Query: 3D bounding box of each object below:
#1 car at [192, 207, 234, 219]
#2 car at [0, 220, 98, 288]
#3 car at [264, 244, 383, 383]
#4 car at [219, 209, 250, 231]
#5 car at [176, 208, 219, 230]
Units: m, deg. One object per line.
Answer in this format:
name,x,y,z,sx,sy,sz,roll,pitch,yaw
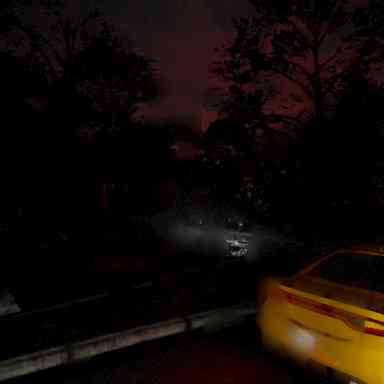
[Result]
car,2.954,2.992,47.013,5.357,1.411,2.033,4,-2,-16
car,-4.570,1.446,7.498,4.892,1.490,1.837,0,1,-45
car,3.340,1.548,5.060,5.008,1.535,1.882,2,-1,-33
car,2.981,2.141,26.173,2.128,1.511,4.902,3,-2,-12
car,0.047,1.936,25.037,2.128,1.511,4.902,3,-2,-14
